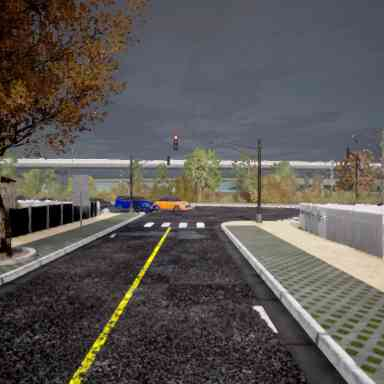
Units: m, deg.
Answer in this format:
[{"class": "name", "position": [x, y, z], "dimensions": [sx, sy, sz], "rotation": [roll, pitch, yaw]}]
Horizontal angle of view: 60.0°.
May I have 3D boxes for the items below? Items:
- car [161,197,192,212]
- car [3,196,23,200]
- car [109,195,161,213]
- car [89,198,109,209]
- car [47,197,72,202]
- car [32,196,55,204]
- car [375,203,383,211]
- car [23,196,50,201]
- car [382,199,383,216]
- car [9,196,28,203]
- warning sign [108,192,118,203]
[{"class": "car", "position": [-2.268, 1.396, 39.812], "dimensions": [4.553, 1.767, 2.097], "rotation": [0, 2, 36]}, {"class": "car", "position": [-31.789, 1.747, 57.294], "dimensions": [4.553, 1.767, 2.097], "rotation": [-1, 2, 36]}, {"class": "car", "position": [-6.704, 1.401, 38.902], "dimensions": [5.566, 2.045, 2.150], "rotation": [-1, 2, 38]}, {"class": "car", "position": [-13.704, 1.621, 48.120], "dimensions": [5.008, 1.535, 1.882], "rotation": [0, 2, 36]}, {"class": "car", "position": [-18.054, 1.800, 47.265], "dimensions": [4.674, 1.442, 1.812], "rotation": [0, 2, 36]}, {"class": "car", "position": [-30.570, 1.623, 68.506], "dimensions": [4.902, 1.511, 2.128], "rotation": [-1, 2, 36]}, {"class": "car", "position": [14.679, 1.466, 23.509], "dimensions": [5.008, 1.535, 1.882], "rotation": [-1, 1, 36]}, {"class": "car", "position": [-26.604, 1.857, 57.530], "dimensions": [4.718, 1.301, 1.895], "rotation": [-1, 2, 36]}, {"class": "car", "position": [18.900, 1.323, 28.719], "dimensions": [4.181, 1.385, 1.994], "rotation": [-1, 2, 36]}, {"class": "car", "position": [-39.011, 1.583, 74.626], "dimensions": [4.892, 1.490, 1.837], "rotation": [-1, 2, 36]}, {"class": "warning sign", "position": [-14.285, 0.993, 60.228], "dimensions": [1.060, 1.860, 1.300], "rotation": [2, 1, 36]}]
